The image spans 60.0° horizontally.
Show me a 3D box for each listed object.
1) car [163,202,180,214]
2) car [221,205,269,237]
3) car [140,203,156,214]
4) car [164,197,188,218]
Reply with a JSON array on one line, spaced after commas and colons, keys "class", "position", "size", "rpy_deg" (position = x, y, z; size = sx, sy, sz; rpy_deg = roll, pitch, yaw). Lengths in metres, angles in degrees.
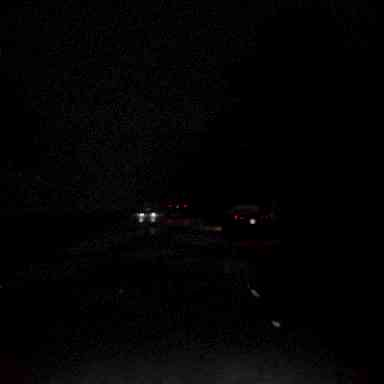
[{"class": "car", "position": [-2.945, 2.194, 46.395], "size": [2.033, 1.411, 5.357], "rpy_deg": [0, -1, -7]}, {"class": "car", "position": [2.768, 1.453, 18.121], "size": [2.163, 1.488, 4.792], "rpy_deg": [0, -1, -3]}, {"class": "car", "position": [-5.890, 2.137, 44.453], "size": [1.812, 1.442, 4.674], "rpy_deg": [0, -1, -7]}, {"class": "car", "position": [-1.636, 1.600, 35.154], "size": [2.150, 2.045, 5.566], "rpy_deg": [0, -1, -6]}]
